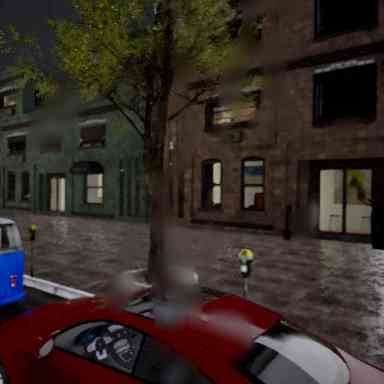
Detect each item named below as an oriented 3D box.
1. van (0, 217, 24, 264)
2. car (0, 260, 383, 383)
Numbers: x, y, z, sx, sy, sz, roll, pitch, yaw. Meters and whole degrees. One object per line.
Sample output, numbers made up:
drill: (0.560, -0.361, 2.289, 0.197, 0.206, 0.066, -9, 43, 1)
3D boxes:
van: (-4.869, 1.288, 6.340, 3.998, 1.788, 1.690, 0, 1, 35)
car: (-0.351, 1.568, 3.122, 4.206, 1.307, 1.802, 0, 1, 35)
